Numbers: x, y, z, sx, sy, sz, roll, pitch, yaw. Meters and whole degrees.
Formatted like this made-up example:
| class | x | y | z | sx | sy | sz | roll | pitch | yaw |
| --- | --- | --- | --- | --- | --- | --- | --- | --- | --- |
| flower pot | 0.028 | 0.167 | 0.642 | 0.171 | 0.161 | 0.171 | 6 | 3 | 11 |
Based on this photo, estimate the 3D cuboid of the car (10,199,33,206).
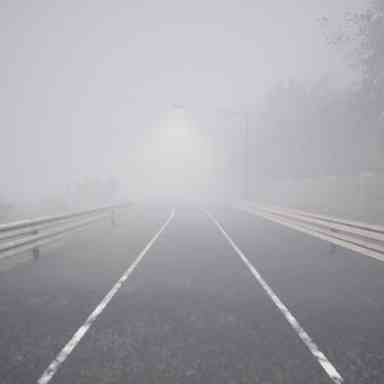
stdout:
| class | x | y | z | sx | sy | sz | roll | pitch | yaw |
| --- | --- | --- | --- | --- | --- | --- | --- | --- | --- |
| car | -32.634 | 2.117 | 63.936 | 2.128 | 1.511 | 4.902 | 1 | 4 | 15 |

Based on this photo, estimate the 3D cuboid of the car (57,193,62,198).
| class | x | y | z | sx | sy | sz | roll | pitch | yaw |
| --- | --- | --- | --- | --- | --- | --- | --- | --- | --- |
| car | -31.903 | 0.995 | 80.171 | 1.994 | 1.385 | 4.181 | 1 | 4 | 15 |
